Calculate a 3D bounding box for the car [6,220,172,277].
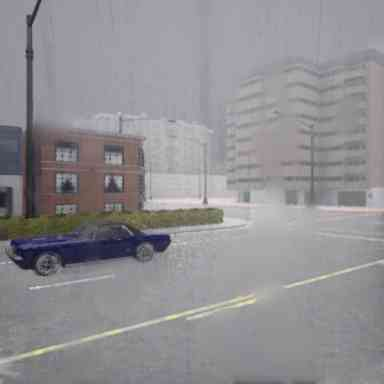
[{"bbox_3d":[-3.092,1.596,10.398,4.718,1.301,1.895,0,0,-36],"label":"car"}]
